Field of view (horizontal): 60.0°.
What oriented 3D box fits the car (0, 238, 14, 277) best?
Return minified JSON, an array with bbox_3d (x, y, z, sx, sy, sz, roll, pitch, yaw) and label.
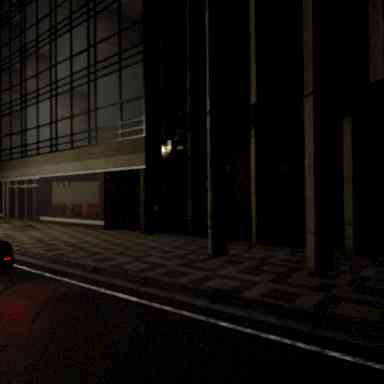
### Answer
[{"bbox_3d":[-6.533,1.494,8.916,4.674,1.442,1.812,0,0,37],"label":"car"}]
